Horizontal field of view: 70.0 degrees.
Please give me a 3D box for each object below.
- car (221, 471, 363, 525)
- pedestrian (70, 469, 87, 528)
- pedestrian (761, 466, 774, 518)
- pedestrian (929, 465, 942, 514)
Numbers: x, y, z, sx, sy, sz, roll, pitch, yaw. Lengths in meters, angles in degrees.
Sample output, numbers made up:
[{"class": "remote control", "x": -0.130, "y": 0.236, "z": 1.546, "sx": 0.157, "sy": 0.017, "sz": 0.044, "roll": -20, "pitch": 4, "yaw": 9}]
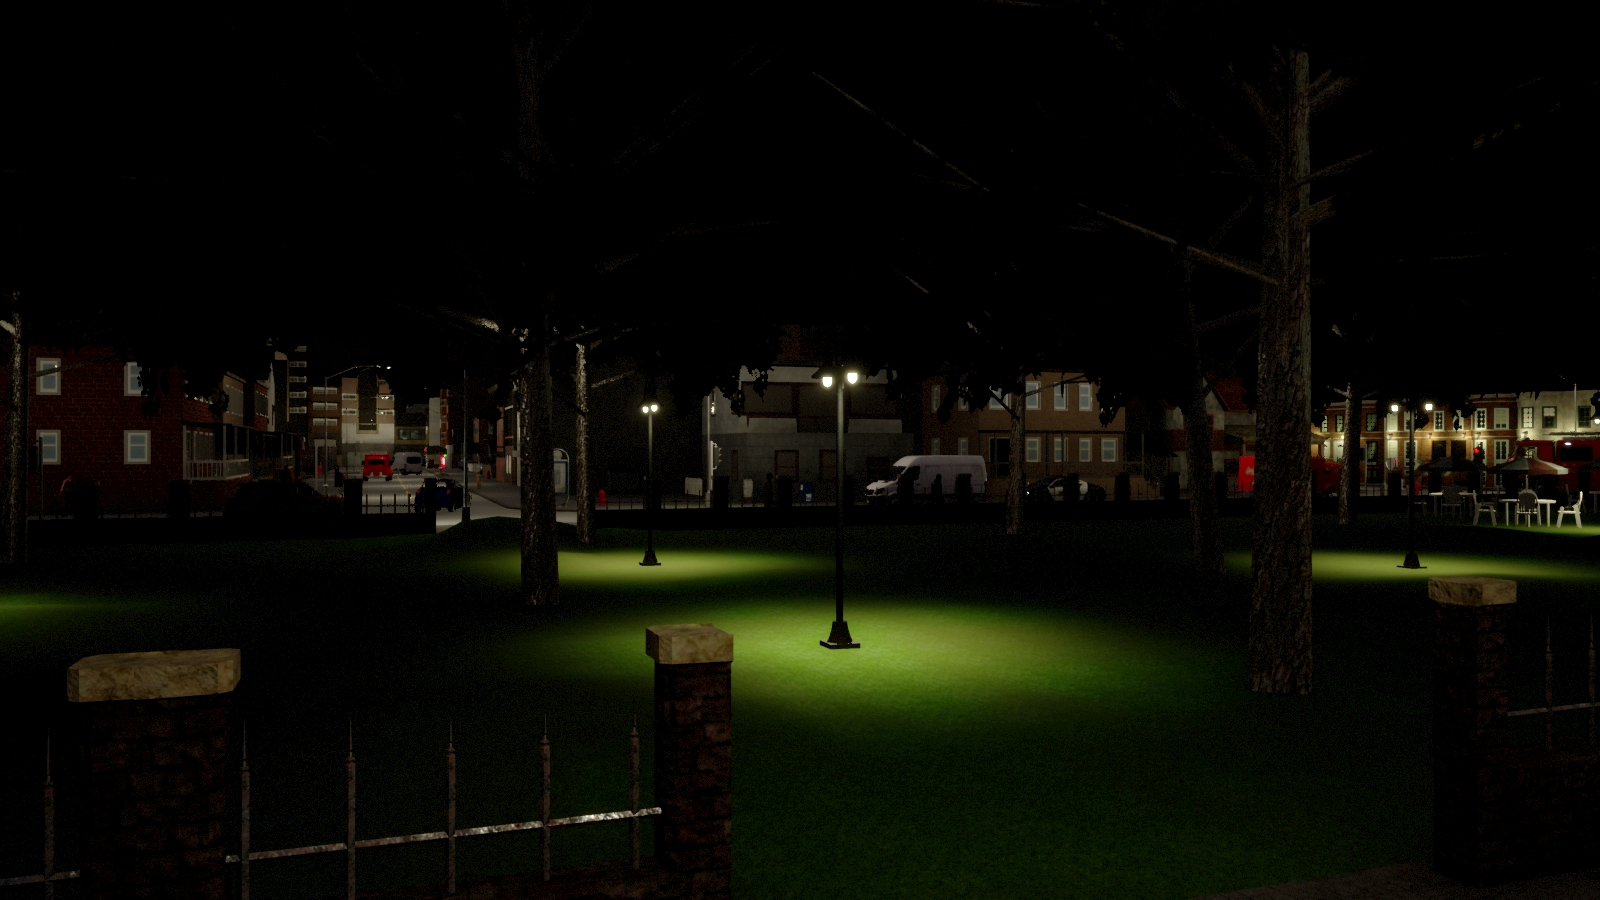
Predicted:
[{"class": "car", "x": -18.174, "y": 1.686, "z": 41.125, "sx": 4.553, "sy": 1.767, "sz": 2.097, "roll": 0, "pitch": 0, "yaw": -20}, {"class": "pedestrian", "x": -22.870, "y": 1.525, "z": 36.223, "sx": 0.375, "sy": 1.860, "sz": 0.375, "roll": 0, "pitch": 0, "yaw": 43}, {"class": "pedestrian", "x": -1.170, "y": 1.525, "z": 41.690, "sx": 0.375, "sy": 1.860, "sz": 0.375, "roll": 0, "pitch": 0, "yaw": -20}, {"class": "pedestrian", "x": 5.223, "y": 1.525, "z": 44.041, "sx": 0.375, "sy": 1.860, "sz": 0.375, "roll": 0, "pitch": 0, "yaw": -20}]
